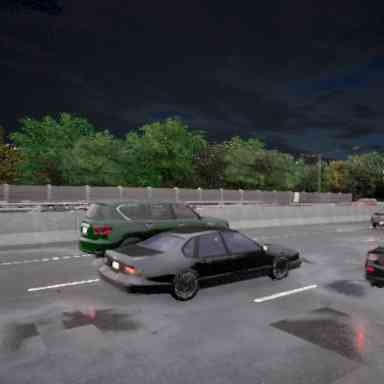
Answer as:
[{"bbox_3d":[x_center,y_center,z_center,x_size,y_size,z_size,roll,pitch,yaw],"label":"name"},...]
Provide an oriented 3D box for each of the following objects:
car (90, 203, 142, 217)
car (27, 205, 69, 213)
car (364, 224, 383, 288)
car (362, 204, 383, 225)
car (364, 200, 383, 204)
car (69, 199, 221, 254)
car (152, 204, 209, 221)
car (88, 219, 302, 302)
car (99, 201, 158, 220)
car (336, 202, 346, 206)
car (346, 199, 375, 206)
[{"bbox_3d":[-7.488,1.732,33.054,4.718,1.301,1.895,1,-1,-36],"label":"car"},{"bbox_3d":[-8.448,1.540,19.465,4.892,1.490,1.837,1,0,-36],"label":"car"},{"bbox_3d":[6.041,1.615,8.187,4.674,1.442,1.812,1,0,-36],"label":"car"},{"bbox_3d":[13.852,1.791,22.245,4.902,1.511,2.128,1,-1,-36],"label":"car"},{"bbox_3d":[24.957,2.215,43.299,5.008,1.535,1.882,2,-1,-35],"label":"car"},{"bbox_3d":[-1.050,1.271,11.601,5.566,2.045,2.150,1,0,-36],"label":"car"},{"bbox_3d":[-0.934,1.773,29.134,4.718,1.301,1.895,1,-1,-36],"label":"car"},{"bbox_3d":[0.452,1.591,8.380,5.357,1.411,2.033,1,0,-36],"label":"car"},{"bbox_3d":[-5.708,1.632,30.024,4.892,1.490,1.837,1,-1,-36],"label":"car"},{"bbox_3d":[26.744,2.493,57.406,5.357,1.411,2.033,1,-1,-35],"label":"car"},{"bbox_3d":[28.005,2.154,54.028,5.566,2.045,2.150,2,-1,-35],"label":"car"}]
